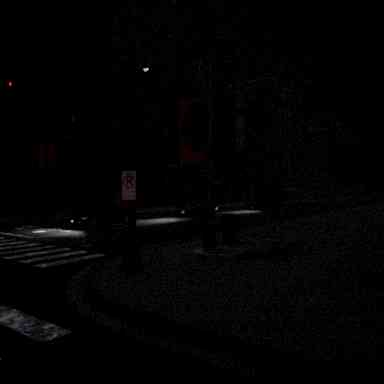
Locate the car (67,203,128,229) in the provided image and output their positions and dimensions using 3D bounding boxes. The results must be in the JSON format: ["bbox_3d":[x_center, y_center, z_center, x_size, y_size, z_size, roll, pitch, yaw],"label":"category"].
[{"bbox_3d":[-5.969,1.525,22.215,1.837,1.490,4.892,0,0,32],"label":"car"}]

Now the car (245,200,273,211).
[{"bbox_3d":[8.711,1.672,42.906,1.895,1.301,4.718,0,0,36],"label":"car"}]

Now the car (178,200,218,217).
[{"bbox_3d":[0.607,1.532,31.482,2.128,1.511,4.902,0,0,35],"label":"car"}]

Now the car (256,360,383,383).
[{"bbox_3d":[2.150,1.551,1.312,4.403,1.369,2.008,0,0,36],"label":"car"}]
